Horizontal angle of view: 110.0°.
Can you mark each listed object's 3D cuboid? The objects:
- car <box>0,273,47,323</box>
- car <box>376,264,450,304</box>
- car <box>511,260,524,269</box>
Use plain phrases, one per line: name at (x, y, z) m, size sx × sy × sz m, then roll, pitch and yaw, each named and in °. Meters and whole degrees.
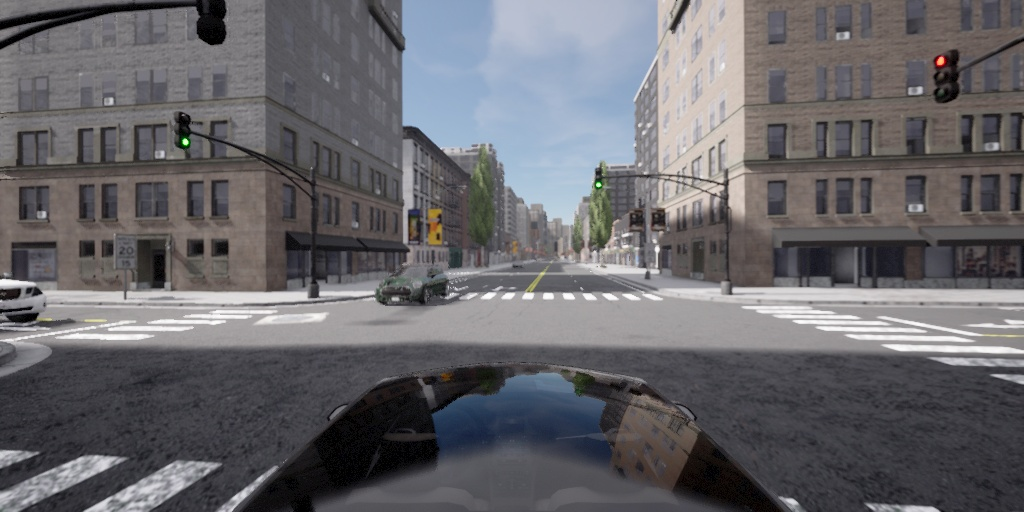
car at (-17.532, 1.124, 10.810) m, size 5.566 × 2.045 × 2.150 m, roll 0°, pitch 0°, yaw 7°
car at (-4.472, 1.186, 16.788) m, size 2.097 × 1.767 × 4.553 m, roll 0°, pitch 0°, yaw 7°
car at (1.084, 1.551, 62.946) m, size 1.837 × 1.490 × 4.892 m, roll 0°, pitch 0°, yaw 7°
